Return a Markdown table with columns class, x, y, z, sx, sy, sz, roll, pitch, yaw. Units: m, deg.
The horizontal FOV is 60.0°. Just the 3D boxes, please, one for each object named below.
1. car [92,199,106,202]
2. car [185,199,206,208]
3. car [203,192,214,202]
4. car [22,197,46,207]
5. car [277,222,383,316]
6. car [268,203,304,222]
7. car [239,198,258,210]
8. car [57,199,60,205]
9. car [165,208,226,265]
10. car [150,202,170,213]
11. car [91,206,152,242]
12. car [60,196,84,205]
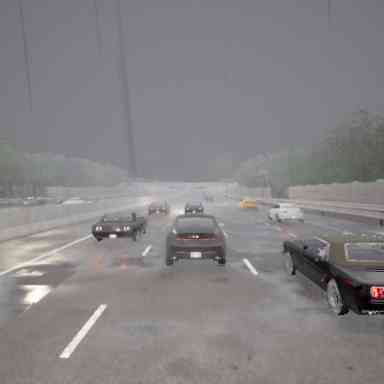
| class | x | y | z | sx | sy | sz | roll | pitch | yaw |
| --- | --- | --- | --- | --- | --- | --- | --- | --- | --- |
| car | -13.819 | 1.667 | 49.393 | 1.895 | 1.301 | 4.718 | 0 | 0 | 1 |
| car | 0.220 | 1.641 | 34.296 | 1.895 | 1.301 | 4.718 | 0 | 0 | 0 |
| car | 4.176 | 1.467 | 81.539 | 2.097 | 1.767 | 4.553 | 0 | 0 | 1 |
| car | -24.285 | 1.558 | 51.193 | 2.128 | 1.511 | 4.902 | 0 | 0 | 1 |
| car | 3.505 | 1.603 | 7.468 | 1.895 | 1.301 | 4.718 | 0 | 0 | 0 |
| car | 7.125 | 1.550 | 25.505 | 1.812 | 1.442 | 4.674 | 0 | 0 | 1 |
| car | 7.288 | 1.537 | 43.357 | 1.882 | 1.535 | 5.008 | 0 | 0 | 1 |
| car | -20.731 | 1.426 | 55.340 | 2.097 | 1.767 | 4.553 | 0 | 0 | 1 |
| car | 0.116 | 1.510 | 11.714 | 1.837 | 1.490 | 4.892 | 0 | 0 | 0 |
| car | -3.280 | 1.641 | 34.225 | 1.895 | 1.301 | 4.718 | 0 | 0 | 0 |
| car | -3.371 | 1.610 | 16.474 | 1.895 | 1.301 | 4.718 | 0 | 0 | 0 |
| car | -17.319 | 1.591 | 49.102 | 1.812 | 1.442 | 4.674 | 0 | 0 | 1 |
